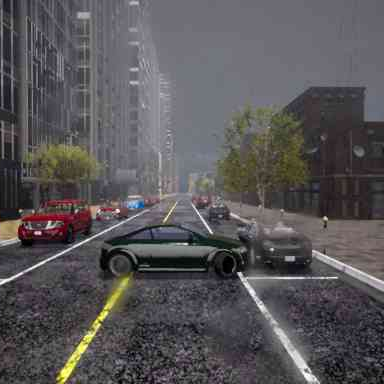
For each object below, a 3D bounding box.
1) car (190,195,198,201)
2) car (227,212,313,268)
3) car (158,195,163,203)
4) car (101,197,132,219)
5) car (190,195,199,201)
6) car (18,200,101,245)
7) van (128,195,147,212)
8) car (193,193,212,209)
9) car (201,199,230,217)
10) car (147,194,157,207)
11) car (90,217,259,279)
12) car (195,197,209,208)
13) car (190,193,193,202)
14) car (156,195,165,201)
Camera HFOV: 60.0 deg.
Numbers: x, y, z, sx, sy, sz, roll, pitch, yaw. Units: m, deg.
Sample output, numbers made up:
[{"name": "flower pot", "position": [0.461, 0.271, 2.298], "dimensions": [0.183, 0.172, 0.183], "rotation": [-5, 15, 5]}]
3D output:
[{"name": "car", "position": [0.492, 1.550, 88.537], "dimensions": [1.802, 1.307, 4.206], "rotation": [-1, 0, -1]}, {"name": "car", "position": [2.565, 1.548, 11.082], "dimensions": [2.008, 1.369, 4.403], "rotation": [-1, 0, -1]}, {"name": "car", "position": [-7.331, 1.521, 66.207], "dimensions": [1.887, 1.381, 4.507], "rotation": [-1, 0, -1]}, {"name": "car", "position": [-6.354, 1.432, 26.748], "dimensions": [1.967, 1.590, 4.097], "rotation": [-1, 0, -1]}, {"name": "car", "position": [0.631, 1.536, 83.005], "dimensions": [1.947, 1.339, 4.313], "rotation": [-1, 0, -1]}, {"name": "car", "position": [-6.169, 1.310, 15.680], "dimensions": [2.192, 1.841, 5.009], "rotation": [-1, 0, -1]}, {"name": "van", "position": [-6.640, 1.328, 38.542], "dimensions": [1.690, 1.788, 3.998], "rotation": [-1, 0, -1]}, {"name": "car", "position": [1.598, 1.300, 44.275], "dimensions": [2.192, 1.841, 5.009], "rotation": [-1, 0, -1]}, {"name": "car", "position": [2.049, 1.543, 26.942], "dimensions": [2.008, 1.369, 4.403], "rotation": [-1, 0, -1]}, {"name": "car", "position": [-6.918, 1.298, 49.607], "dimensions": [2.192, 1.841, 5.009], "rotation": [-1, 0, -1]}, {"name": "car", "position": [-0.454, 1.557, 9.479], "dimensions": [4.181, 1.385, 1.994], "rotation": [0, 0, -1]}, {"name": "car", "position": [1.459, 1.508, 49.978], "dimensions": [1.752, 1.417, 4.829], "rotation": [-1, 0, -1]}, {"name": "car", "position": [0.904, 1.290, 71.939], "dimensions": [2.192, 1.841, 5.009], "rotation": [-1, 0, -1]}, {"name": "car", "position": [-7.744, 1.495, 82.636], "dimensions": [1.752, 1.417, 4.829], "rotation": [-1, 0, -1]}]
